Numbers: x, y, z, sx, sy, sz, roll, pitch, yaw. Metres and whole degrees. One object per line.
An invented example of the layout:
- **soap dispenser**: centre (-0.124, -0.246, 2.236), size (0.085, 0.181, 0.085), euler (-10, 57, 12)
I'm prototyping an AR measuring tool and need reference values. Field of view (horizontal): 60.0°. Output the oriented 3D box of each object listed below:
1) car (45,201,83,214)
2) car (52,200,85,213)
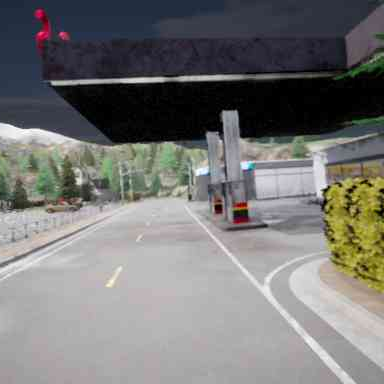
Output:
- **car**: centre (-19.682, 2.328, 50.631), size (5.027, 1.636, 2.152), euler (-5, 1, -4)
- **car**: centre (-19.963, 2.323, 53.756), size (4.514, 1.523, 2.007), euler (-5, 1, -4)
